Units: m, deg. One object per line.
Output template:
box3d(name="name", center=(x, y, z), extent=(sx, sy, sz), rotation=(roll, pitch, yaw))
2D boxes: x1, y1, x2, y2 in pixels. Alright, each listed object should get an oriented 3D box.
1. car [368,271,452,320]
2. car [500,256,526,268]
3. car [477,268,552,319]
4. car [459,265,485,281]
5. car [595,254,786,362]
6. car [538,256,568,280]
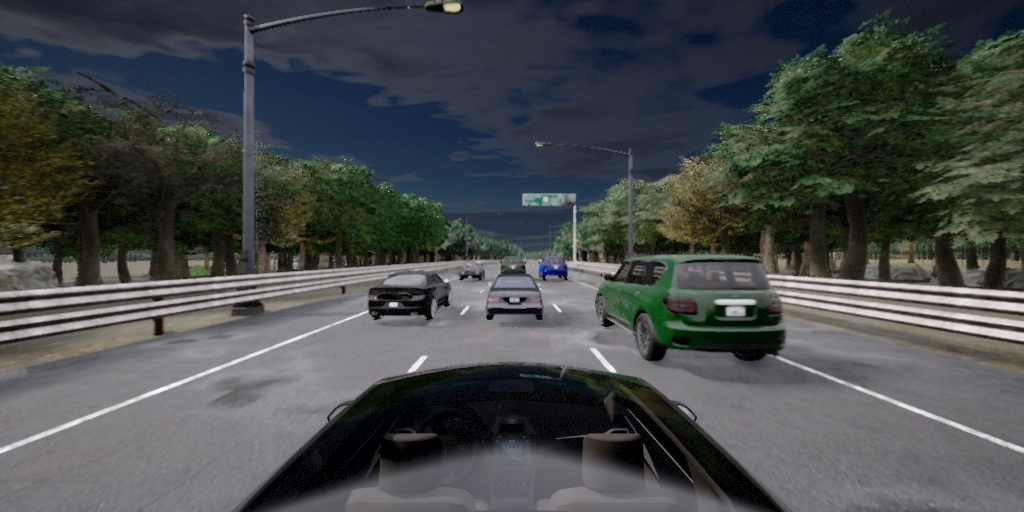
box3d(name="car", center=(-3.419, 1.254, 12.848), extent=(1.882, 1.535, 5.008), rotation=(0, 0, 0))
box3d(name="car", center=(0.096, 1.057, 31.945), extent=(2.150, 2.045, 5.566), rotation=(0, 0, 0))
box3d(name="car", center=(0.086, 1.325, 12.922), extent=(2.033, 1.411, 5.357), rotation=(0, 0, 0))
box3d(name="car", center=(-3.405, 1.434, 31.415), extent=(1.895, 1.301, 4.718), rotation=(0, 0, 0))
box3d(name="car", center=(3.570, 0.987, 8.415), extent=(2.150, 2.045, 5.566), rotation=(0, 0, 0))
box3d(name="car", center=(3.597, 1.057, 32.041), extent=(2.150, 2.045, 5.566), rotation=(0, 0, 0))
